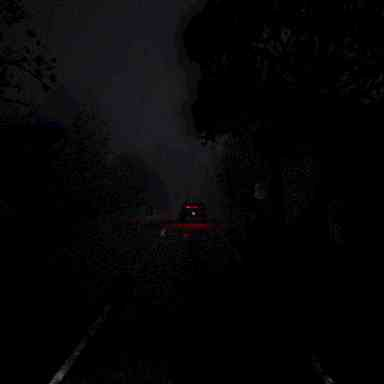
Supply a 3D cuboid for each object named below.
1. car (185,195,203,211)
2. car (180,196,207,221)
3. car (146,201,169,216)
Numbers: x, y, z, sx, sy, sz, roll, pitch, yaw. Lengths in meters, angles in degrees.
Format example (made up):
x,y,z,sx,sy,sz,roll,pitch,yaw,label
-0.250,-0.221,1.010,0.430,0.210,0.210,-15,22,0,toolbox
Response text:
x,y,z,sx,sy,sz,roll,pitch,yaw,label
0.263,1.294,41.823,2.097,1.767,4.553,0,1,1,car
0.111,1.356,24.927,2.128,1.511,4.902,1,-3,0,car
-3.307,1.594,32.700,1.994,1.385,4.181,0,0,0,car
